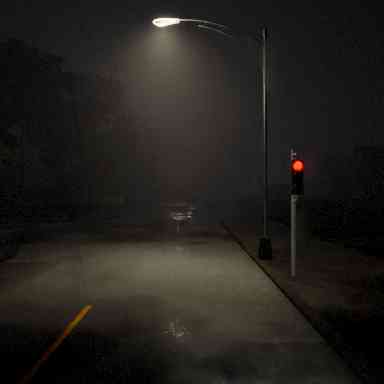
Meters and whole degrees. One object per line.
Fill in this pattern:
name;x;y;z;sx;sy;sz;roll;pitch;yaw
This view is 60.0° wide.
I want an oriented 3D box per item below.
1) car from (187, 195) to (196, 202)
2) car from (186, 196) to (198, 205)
car;-0.061;1.540;78.015;2.033;1.411;5.357;0;0;0
car;0.055;1.505;57.880;1.837;1.490;4.892;0;0;0
